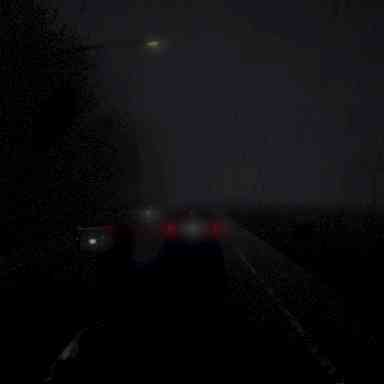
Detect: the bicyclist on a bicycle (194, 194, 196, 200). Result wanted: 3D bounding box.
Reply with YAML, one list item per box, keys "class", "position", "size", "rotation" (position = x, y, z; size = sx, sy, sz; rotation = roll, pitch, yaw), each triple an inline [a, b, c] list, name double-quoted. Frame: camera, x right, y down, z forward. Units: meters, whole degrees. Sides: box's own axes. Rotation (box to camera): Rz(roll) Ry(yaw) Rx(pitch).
- class: "bicyclist on a bicycle"
  position: [0.977, 1.415, 95.597]
  size: [0.582, 1.620, 1.656]
  rotation: [0, 0, 0]

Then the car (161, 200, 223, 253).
- class: "car"
  position: [0.071, 1.345, 13.712]
  size: [2.097, 1.767, 4.553]
  rotation: [0, 0, 0]

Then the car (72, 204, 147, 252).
- class: "car"
  position: [-3.426, 1.486, 13.952]
  size: [2.128, 1.511, 4.902]
  rotation: [0, 0, 0]

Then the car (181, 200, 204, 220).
- class: "car"
  position: [0.076, 1.494, 29.079]
  size: [1.837, 1.490, 4.892]
  rotation: [0, 1, 0]

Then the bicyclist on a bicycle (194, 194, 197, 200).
- class: "bicyclist on a bicycle"
  position: [0.974, 1.334, 86.592]
  size: [0.659, 1.776, 1.843]
  rotation: [0, 0, 0]

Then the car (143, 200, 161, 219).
- class: "car"
  position: [-3.424, 1.494, 29.096]
  size: [1.837, 1.490, 4.892]
  rotation: [0, 1, 0]
